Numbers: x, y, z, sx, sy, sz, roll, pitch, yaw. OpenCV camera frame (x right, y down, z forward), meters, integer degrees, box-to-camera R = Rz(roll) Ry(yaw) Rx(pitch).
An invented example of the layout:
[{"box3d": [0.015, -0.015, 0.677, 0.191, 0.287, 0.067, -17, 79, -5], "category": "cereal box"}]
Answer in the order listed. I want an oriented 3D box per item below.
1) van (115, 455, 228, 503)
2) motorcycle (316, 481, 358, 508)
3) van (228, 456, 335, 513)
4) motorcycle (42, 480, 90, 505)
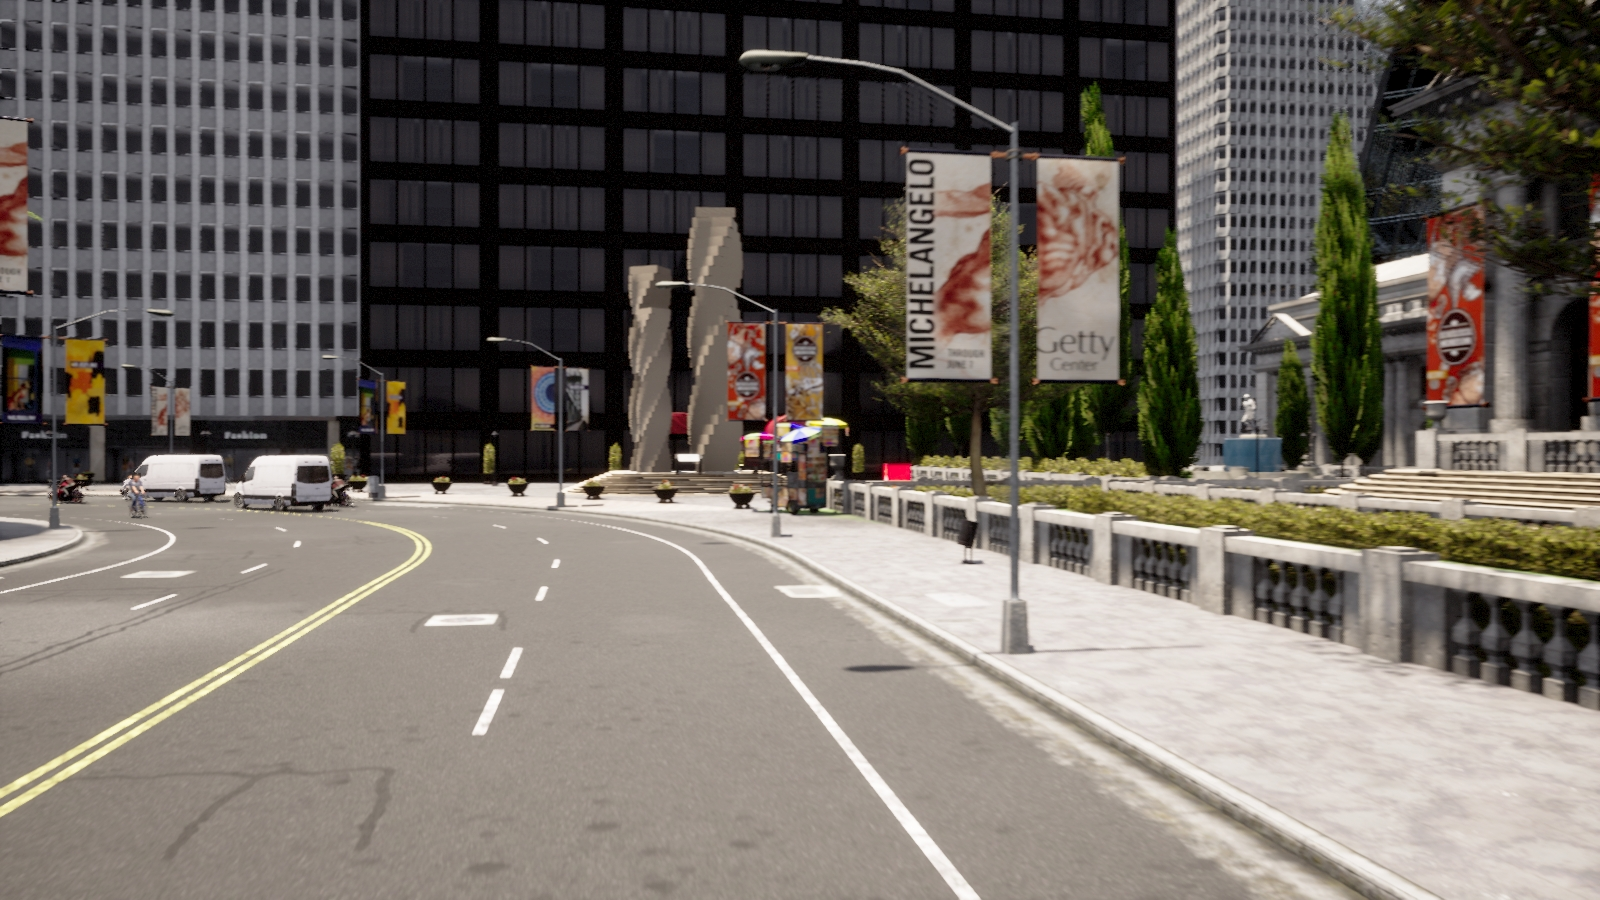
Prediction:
[{"box3d": [-34.394, 1.554, 62.513, 5.915, 2.561, 1.988, 0, 0, 19], "category": "van"}, {"box3d": [-23.057, 2.218, 56.868, 2.209, 1.251, 0.867, 0, 1, 35], "category": "motorcycle"}, {"box3d": [-24.376, 1.548, 53.598, 5.915, 2.561, 1.988, 0, 0, 38], "category": "van"}, {"box3d": [-38.660, 2.227, 60.178, 2.209, 1.251, 0.867, 0, 1, 14], "category": "motorcycle"}]
